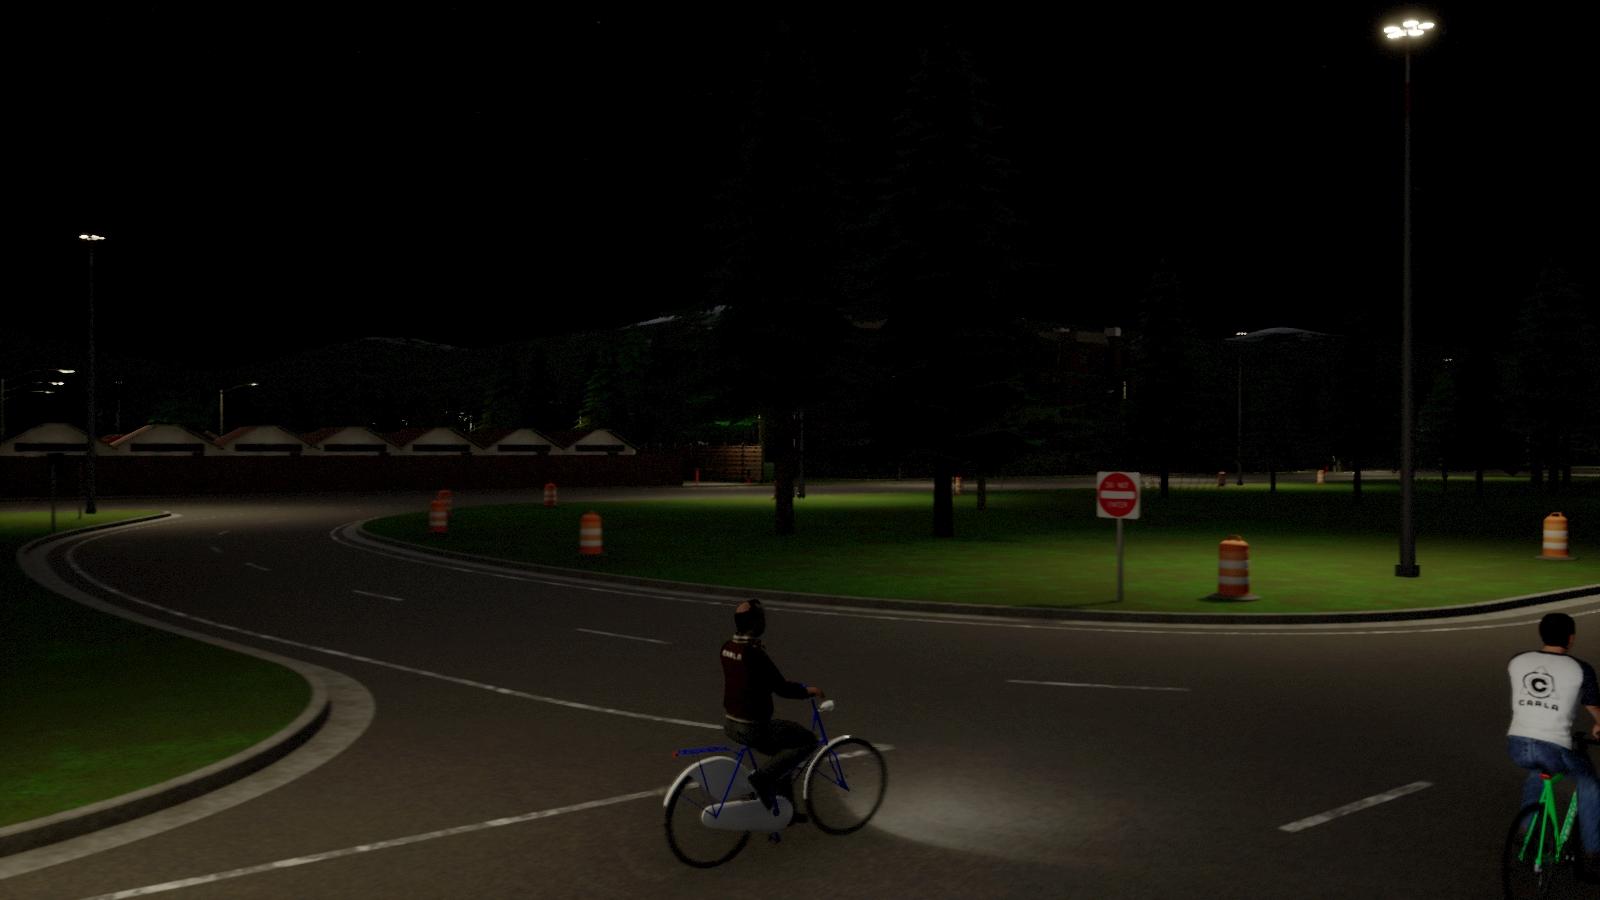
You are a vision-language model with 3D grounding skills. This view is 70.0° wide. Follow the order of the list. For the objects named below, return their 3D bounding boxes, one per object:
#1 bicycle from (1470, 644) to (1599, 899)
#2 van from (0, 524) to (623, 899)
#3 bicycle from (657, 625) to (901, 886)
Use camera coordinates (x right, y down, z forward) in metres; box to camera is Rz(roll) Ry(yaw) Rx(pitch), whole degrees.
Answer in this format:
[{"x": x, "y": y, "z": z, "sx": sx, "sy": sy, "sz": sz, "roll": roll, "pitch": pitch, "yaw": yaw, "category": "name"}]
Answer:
[{"x": 4.782, "y": 2.062, "z": 7.143, "sx": 1.643, "sy": 1.496, "sz": 0.373, "roll": 1, "pitch": 0, "yaw": -35, "category": "bicycle"}, {"x": -3.352, "y": 1.534, "z": 1.433, "sx": 5.915, "sy": 2.561, "sz": 1.988, "roll": 0, "pitch": 0, "yaw": -35, "category": "van"}, {"x": -0.105, "y": 2.064, "z": 7.995, "sx": 1.835, "sy": 1.471, "sz": 0.329, "roll": 0, "pitch": 0, "yaw": -35, "category": "bicycle"}]
